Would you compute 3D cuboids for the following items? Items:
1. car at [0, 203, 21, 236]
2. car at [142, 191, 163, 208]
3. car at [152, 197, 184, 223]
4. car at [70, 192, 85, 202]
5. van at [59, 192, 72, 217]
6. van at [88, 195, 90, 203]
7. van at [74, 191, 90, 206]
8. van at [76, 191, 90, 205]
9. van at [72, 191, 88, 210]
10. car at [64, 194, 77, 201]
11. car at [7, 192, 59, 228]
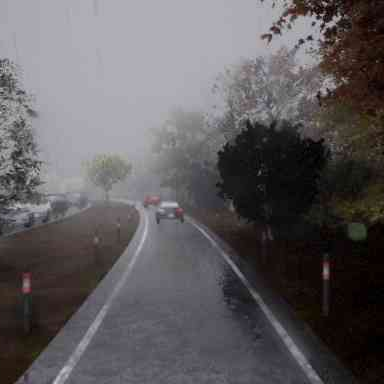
[{"bbox_3d":[-9.756,1.373,14.703,2.002,1.452,4.674,0,-1,-5],"label":"car"},{"bbox_3d":[-4.759,0.857,40.147,2.150,2.045,5.566,-1,1,-13],"label":"car"},{"bbox_3d":[-1.650,1.324,23.518,1.812,1.442,4.674,0,1,-8],"label":"car"},{"bbox_3d":[-23.631,1.025,68.512,2.435,2.045,5.566,2,-2,-25],"label":"car"},{"bbox_3d":[-10.919,1.024,25.703,1.878,1.987,4.442,1,-1,-10],"label":"van"},{"bbox_3d":[-14.207,0.946,42.137,1.878,1.987,4.442,1,-1,-15],"label":"van"},{"bbox_3d":[-15.698,0.942,47.526,1.878,1.987,4.442,1,-1,-16],"label":"van"},{"bbox_3d":[-17.376,0.950,52.863,1.878,1.987,4.442,1,-1,-21],"label":"van"},{"bbox_3d":[-12.894,0.961,36.713,1.878,1.987,4.442,1,-1,-14],"label":"van"},{"bbox_3d":[-28.734,1.396,78.495,2.231,1.521,4.892,2,-2,-28],"label":"car"},{"bbox_3d":[-10.243,1.040,20.242,2.435,2.045,5.566,1,-1,-8],"label":"car"}]
